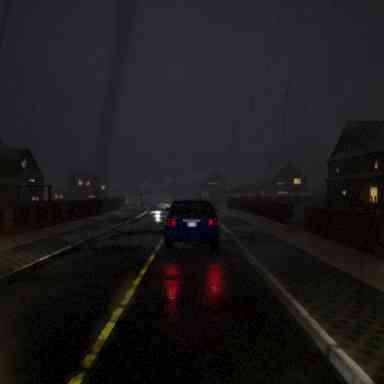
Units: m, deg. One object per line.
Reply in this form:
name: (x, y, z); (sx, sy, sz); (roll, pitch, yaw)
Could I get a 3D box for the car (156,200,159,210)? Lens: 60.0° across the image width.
car: (-3.828, 1.722, 44.450); (1.895, 1.301, 4.718); (0, 0, -6)

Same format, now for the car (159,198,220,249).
car: (0.001, 1.262, 14.682); (2.150, 2.045, 5.566); (0, 0, 0)

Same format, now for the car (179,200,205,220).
car: (-0.091, 1.522, 29.695); (2.128, 1.511, 4.902); (0, 0, -2)
